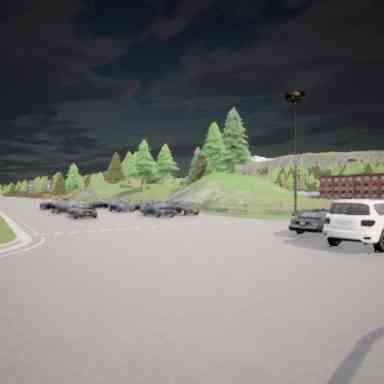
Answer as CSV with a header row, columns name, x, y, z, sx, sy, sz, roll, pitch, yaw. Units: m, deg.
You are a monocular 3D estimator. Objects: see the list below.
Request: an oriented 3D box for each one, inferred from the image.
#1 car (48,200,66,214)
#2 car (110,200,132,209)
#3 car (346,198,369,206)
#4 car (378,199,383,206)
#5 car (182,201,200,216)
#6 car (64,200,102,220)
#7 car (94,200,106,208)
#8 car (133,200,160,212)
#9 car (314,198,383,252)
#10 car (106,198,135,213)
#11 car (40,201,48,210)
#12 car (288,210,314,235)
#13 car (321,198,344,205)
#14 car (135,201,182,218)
name,x,y,z,sx,sy,sz,roll,pitch,yaw
car,-14.861,1.709,38.394,1.882,1.535,5.008,0,0,-32
car,-11.395,1.945,52.864,1.895,1.301,4.718,0,0,-32
car,35.176,2.126,70.902,1.812,1.442,4.674,0,0,-14
car,39.438,2.135,66.463,1.994,1.385,4.181,0,0,-7
car,-0.959,1.758,35.936,1.837,1.490,4.892,0,0,-32
car,-10.152,1.755,30.827,1.994,1.385,4.181,0,0,-32
car,-14.159,1.921,50.651,1.895,1.301,4.718,0,0,-32
car,-6.151,1.862,44.319,1.994,1.385,4.181,0,0,-32
car,7.929,1.350,14.747,5.566,2.045,2.150,0,0,-42
car,-8.826,1.626,41.968,2.097,1.767,4.553,0,0,-32
car,-20.141,1.878,46.929,1.895,1.301,4.718,0,0,-32
car,7.613,1.705,19.136,5.357,1.411,2.033,1,-1,-43
car,30.940,2.132,73.314,1.812,1.442,4.674,0,0,-21
car,-3.434,1.775,33.283,2.033,1.411,5.357,0,0,-32
